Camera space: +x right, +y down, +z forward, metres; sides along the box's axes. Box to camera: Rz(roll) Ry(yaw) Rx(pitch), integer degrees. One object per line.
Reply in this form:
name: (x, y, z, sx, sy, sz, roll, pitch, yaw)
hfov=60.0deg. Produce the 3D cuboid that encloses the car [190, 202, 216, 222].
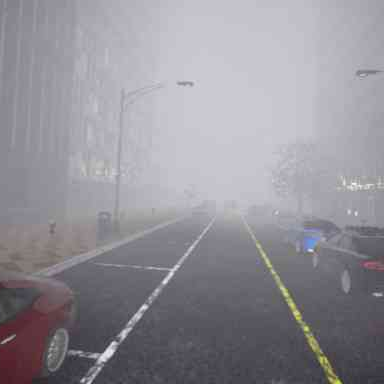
car: (0.816, 1.952, 31.215, 2.008, 1.369, 4.403, 3, -1, 7)

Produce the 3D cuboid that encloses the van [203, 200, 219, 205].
van: (2.164, 1.932, 42.522, 1.690, 1.788, 3.998, 3, -1, 7)

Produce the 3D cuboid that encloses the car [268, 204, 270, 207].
car: (10.464, 2.556, 41.526, 2.008, 1.369, 4.403, 3, -1, 7)

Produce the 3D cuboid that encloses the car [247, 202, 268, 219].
car: (7.646, 2.324, 40.113, 1.882, 1.535, 5.008, 3, 0, 7)

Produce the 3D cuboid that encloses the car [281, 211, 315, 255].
car: (5.580, 1.943, 15.406, 1.882, 1.535, 5.008, 3, -1, 7)

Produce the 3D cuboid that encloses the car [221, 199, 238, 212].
car: (6.441, 2.164, 55.780, 2.150, 2.045, 5.566, 3, -1, 7)

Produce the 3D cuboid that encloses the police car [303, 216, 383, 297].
police car: (4.891, 1.787, 9.557, 1.930, 1.638, 5.238, 3, -1, 7)

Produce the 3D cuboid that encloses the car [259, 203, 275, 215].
car: (11.807, 2.628, 52.832, 1.967, 1.590, 4.097, 3, -1, 7)

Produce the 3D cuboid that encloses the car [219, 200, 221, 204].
car: (8.170, 2.934, 93.393, 1.887, 1.381, 4.507, 3, 0, 7)

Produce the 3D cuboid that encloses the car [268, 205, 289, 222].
car: (9.796, 2.462, 35.874, 2.008, 1.369, 4.403, 3, -1, 7)

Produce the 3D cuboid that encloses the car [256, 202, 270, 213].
car: (12.475, 2.718, 58.484, 1.967, 1.590, 4.097, 3, -1, 7)

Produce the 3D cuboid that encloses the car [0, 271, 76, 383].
car: (-2.525, 1.487, 2.952, 1.802, 1.307, 4.206, 3, -1, 7)
